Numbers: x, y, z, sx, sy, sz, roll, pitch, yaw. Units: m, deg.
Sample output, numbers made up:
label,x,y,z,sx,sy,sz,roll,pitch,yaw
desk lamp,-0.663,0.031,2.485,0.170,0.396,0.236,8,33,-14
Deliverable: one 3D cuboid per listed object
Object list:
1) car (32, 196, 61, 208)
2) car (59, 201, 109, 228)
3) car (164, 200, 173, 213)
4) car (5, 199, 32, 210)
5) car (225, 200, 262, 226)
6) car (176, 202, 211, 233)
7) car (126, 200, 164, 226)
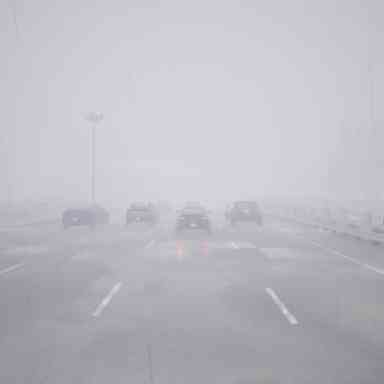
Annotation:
label,x,y,z,sx,sy,sz,roll,pitch,yaw
car,-21.024,1.566,49.544,2.150,2.045,5.566,0,-1,0
car,-6.909,1.486,22.080,1.882,1.535,5.008,0,0,0
car,-3.417,1.704,40.373,2.128,1.511,4.902,0,-1,0
car,-24.535,1.807,48.412,1.882,1.535,5.008,0,-1,0
car,3.590,1.374,23.877,2.097,1.767,4.553,0,0,0
car,0.078,1.518,19.237,1.812,1.442,4.674,0,0,0
car,-3.410,1.511,23.553,2.128,1.511,4.902,0,0,0
